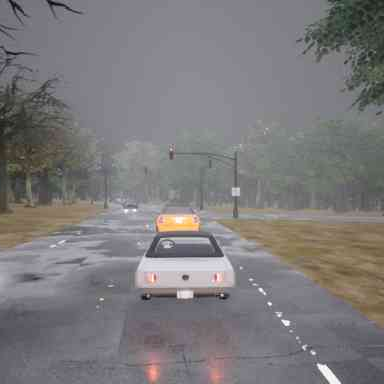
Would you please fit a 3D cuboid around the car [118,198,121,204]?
[{"bbox_3d":[-12.697,1.969,64.078,1.837,1.490,4.892,0,-2,-15],"label":"car"}]

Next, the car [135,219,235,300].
[{"bbox_3d":[-0.202,1.605,8.352,1.895,1.301,4.718,0,0,-2],"label":"car"}]

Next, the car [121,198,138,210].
[{"bbox_3d":[-8.642,1.747,46.794,1.994,1.385,4.181,0,-1,-12],"label":"car"}]

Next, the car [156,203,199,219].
[{"bbox_3d":[-0.775,1.361,17.324,2.097,1.767,4.553,0,0,-4],"label":"car"}]

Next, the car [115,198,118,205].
[{"bbox_3d":[-17.109,2.232,78.526,1.812,1.442,4.674,0,-1,-18],"label":"car"}]
